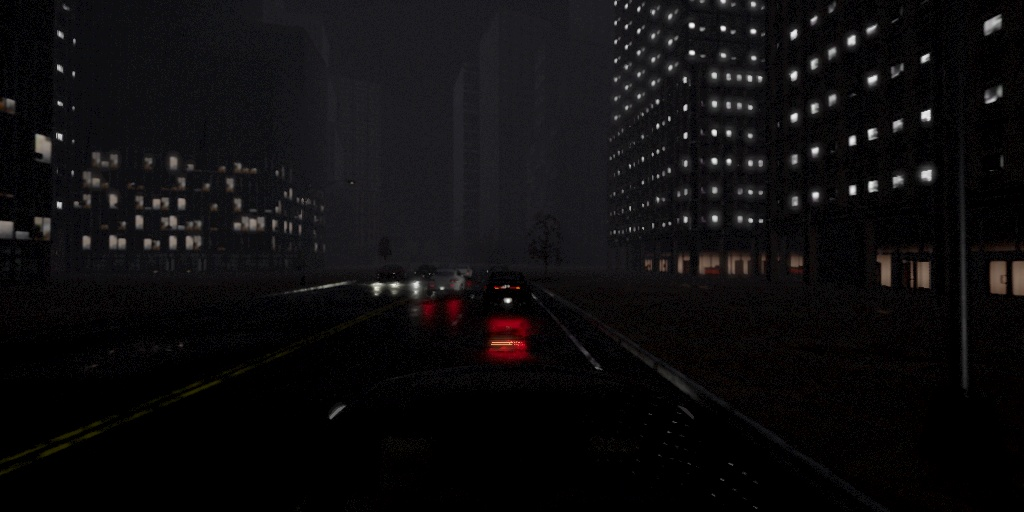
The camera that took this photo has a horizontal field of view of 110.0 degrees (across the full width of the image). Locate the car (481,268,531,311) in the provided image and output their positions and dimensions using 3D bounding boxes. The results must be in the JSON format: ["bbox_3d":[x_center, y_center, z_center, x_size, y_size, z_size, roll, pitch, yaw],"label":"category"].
[{"bbox_3d":[-0.243,1.387,15.232,1.837,1.490,4.892,0,-1,-2],"label":"car"}]

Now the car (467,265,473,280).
[{"bbox_3d":[-4.942,1.623,36.404,1.812,1.442,4.674,0,-1,-5],"label":"car"}]

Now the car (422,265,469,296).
[{"bbox_3d":[-3.759,1.470,20.948,1.812,1.442,4.674,0,-1,-3],"label":"car"}]

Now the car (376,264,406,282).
[{"bbox_3d":[-11.442,1.555,34.065,1.882,1.535,5.008,0,-1,-5],"label":"car"}]

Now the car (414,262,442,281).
[{"bbox_3d":[-8.257,1.589,34.903,1.837,1.490,4.892,0,-1,-5],"label":"car"}]

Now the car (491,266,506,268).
[{"bbox_3d":[-1.160,1.587,30.733,2.033,1.411,5.357,0,-1,-5],"label":"car"}]
